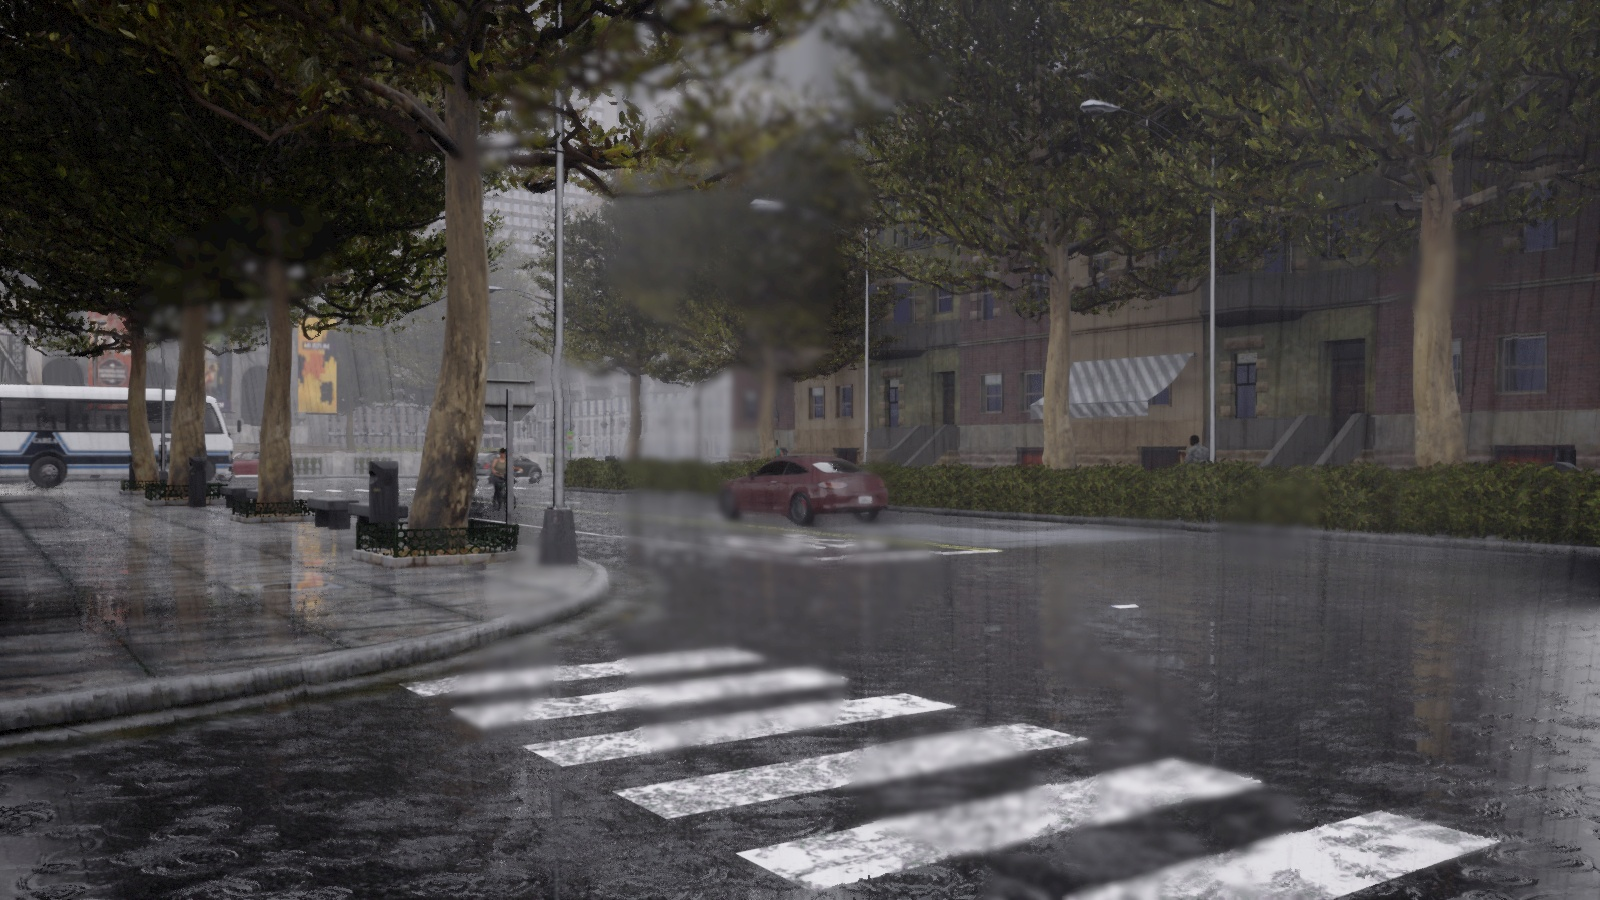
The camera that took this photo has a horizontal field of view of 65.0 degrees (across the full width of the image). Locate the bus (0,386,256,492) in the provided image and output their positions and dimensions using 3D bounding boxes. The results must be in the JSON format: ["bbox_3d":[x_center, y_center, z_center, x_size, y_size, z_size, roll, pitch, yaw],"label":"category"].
[{"bbox_3d":[-29.398,-0.437,54.236,10.273,4.253,3.944,0,0,-34],"label":"bus"}]

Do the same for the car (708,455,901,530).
[{"bbox_3d":[-0.014,0.836,26.777,1.812,1.442,4.674,0,0,-34],"label":"car"}]

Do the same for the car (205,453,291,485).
[{"bbox_3d":[-27.956,0.938,63.603,3.705,1.549,1.789,0,0,-34],"label":"car"}]

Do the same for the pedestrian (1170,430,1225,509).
[{"bbox_3d":[9.571,0.455,30.257,0.874,1.855,0.900,0,0,-33],"label":"pedestrian"}]

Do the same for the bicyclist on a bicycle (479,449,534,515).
[{"bbox_3d":[-7.359,0.774,31.418,0.866,1.612,1.509,0,0,-34],"label":"bicyclist on a bicycle"}]

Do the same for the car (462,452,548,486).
[{"bbox_3d":[-13.978,0.899,59.707,1.789,1.549,3.705,-1,0,35],"label":"car"}]
